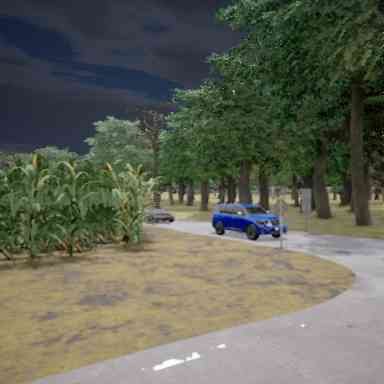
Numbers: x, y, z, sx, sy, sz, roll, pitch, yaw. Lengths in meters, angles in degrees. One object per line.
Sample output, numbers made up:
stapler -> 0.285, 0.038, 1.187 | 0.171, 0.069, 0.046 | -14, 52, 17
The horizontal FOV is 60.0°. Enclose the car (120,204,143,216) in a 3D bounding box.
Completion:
car -> -8.860, 2.559, 48.361 | 1.812, 1.442, 4.674 | 0, -1, -29

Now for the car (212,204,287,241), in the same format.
car -> 3.387, 1.773, 20.924 | 2.150, 2.045, 5.566 | 0, -1, -29

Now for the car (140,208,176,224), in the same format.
car -> -3.532, 2.362, 33.113 | 2.033, 1.411, 5.357 | 0, -1, -30
